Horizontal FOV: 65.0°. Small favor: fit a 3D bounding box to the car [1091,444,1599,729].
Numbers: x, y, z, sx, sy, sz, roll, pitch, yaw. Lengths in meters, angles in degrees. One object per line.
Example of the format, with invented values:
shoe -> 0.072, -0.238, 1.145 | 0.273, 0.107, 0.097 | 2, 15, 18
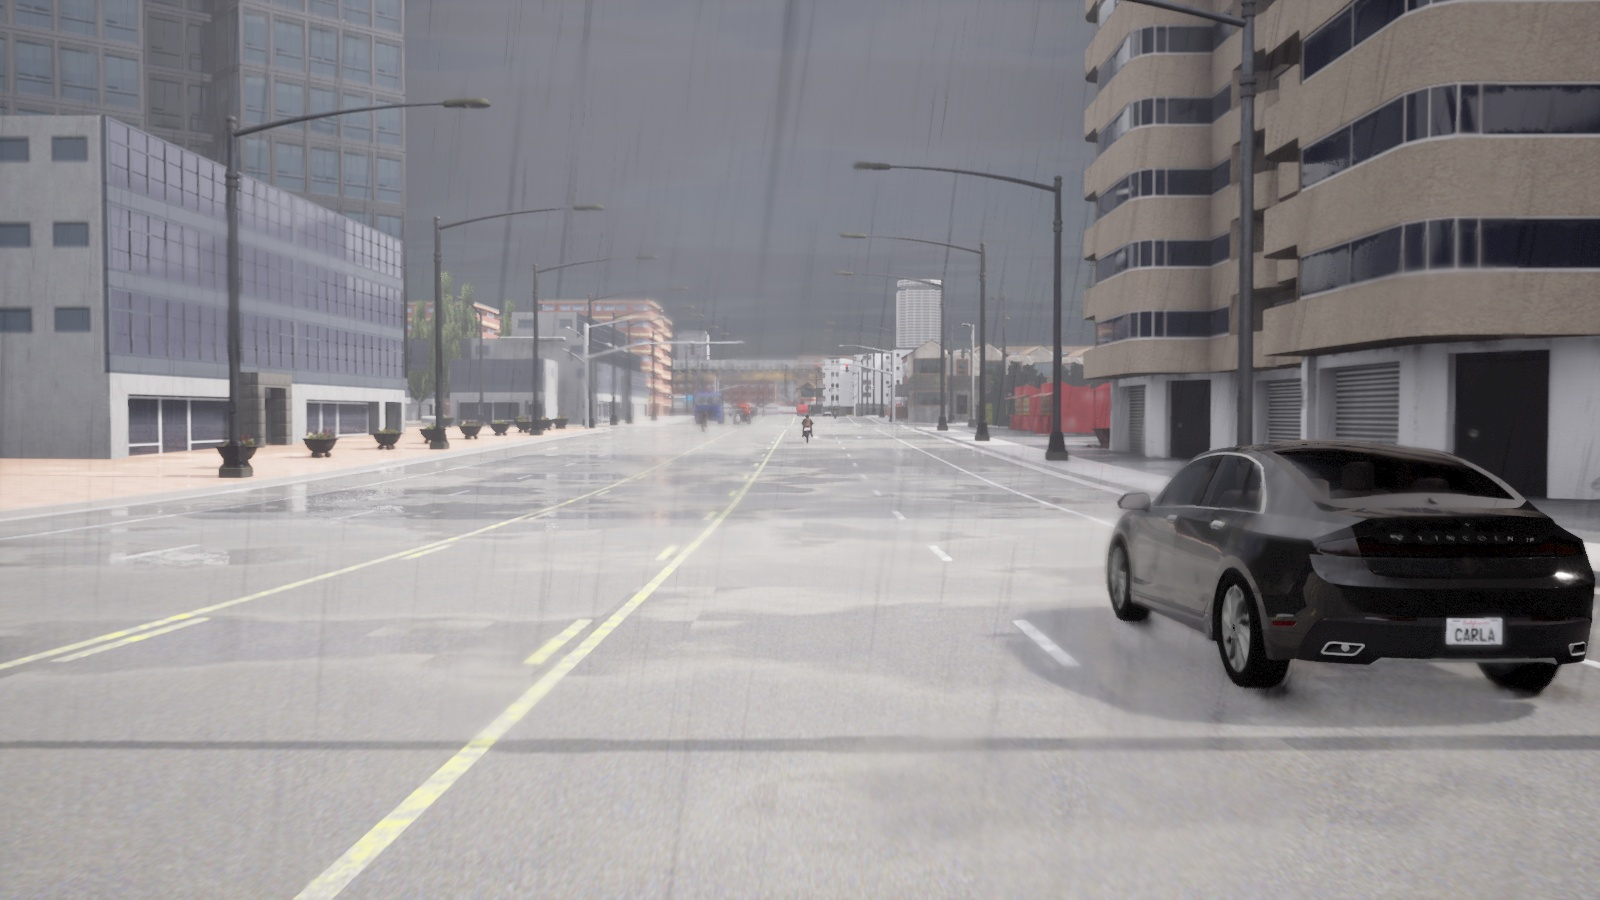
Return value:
car -> 3.567, 0.704, 9.024 | 1.837, 1.490, 4.892 | 0, 0, 0
